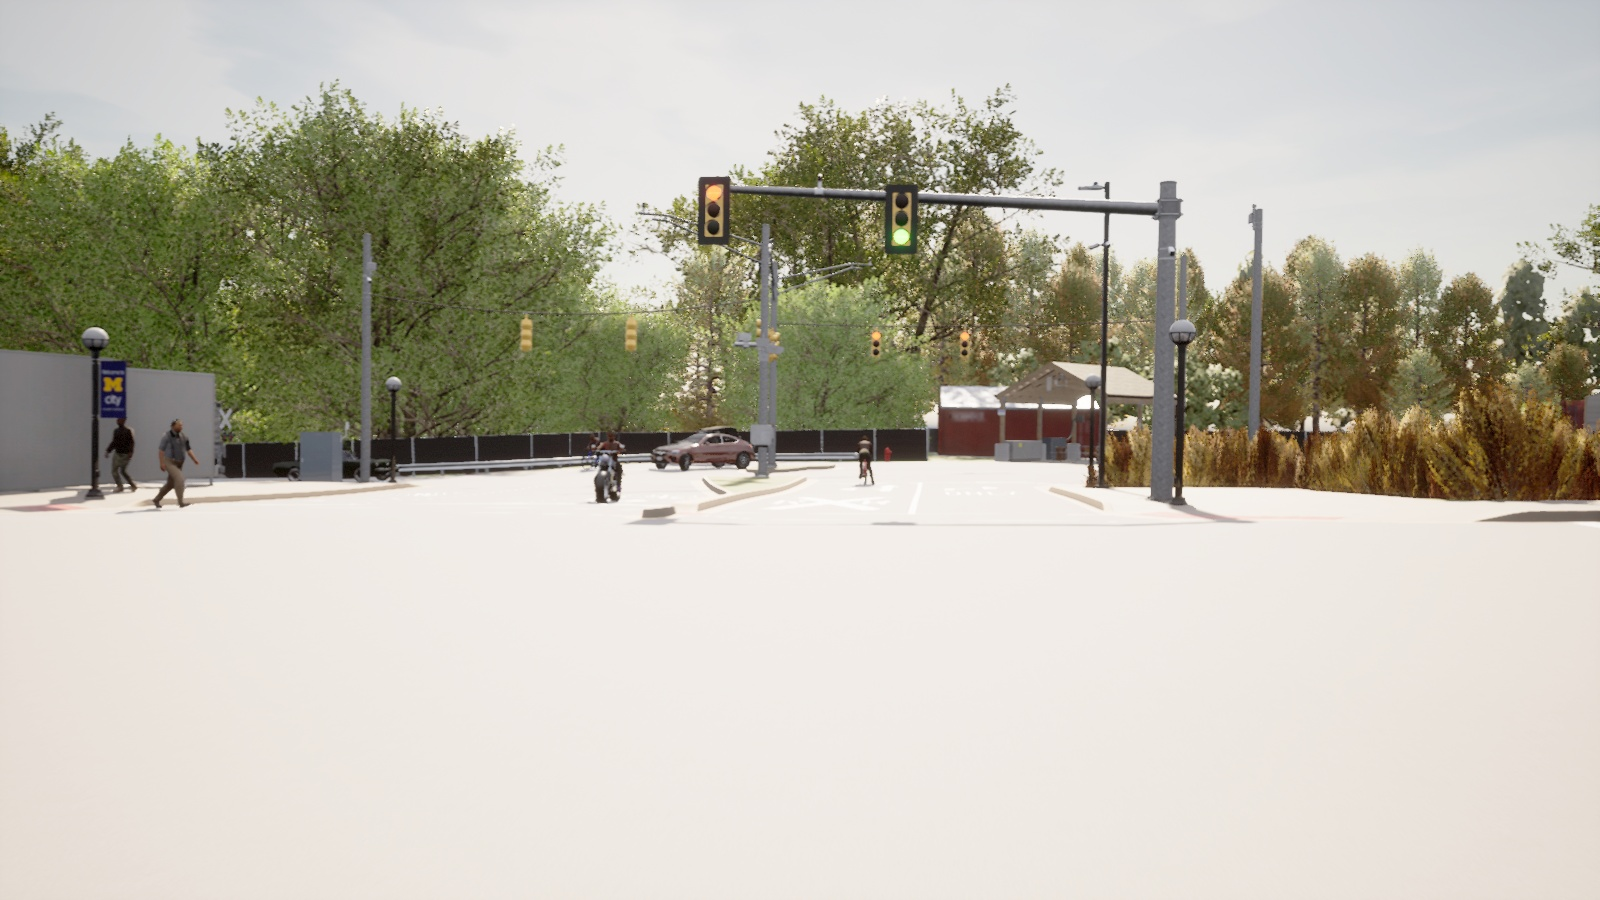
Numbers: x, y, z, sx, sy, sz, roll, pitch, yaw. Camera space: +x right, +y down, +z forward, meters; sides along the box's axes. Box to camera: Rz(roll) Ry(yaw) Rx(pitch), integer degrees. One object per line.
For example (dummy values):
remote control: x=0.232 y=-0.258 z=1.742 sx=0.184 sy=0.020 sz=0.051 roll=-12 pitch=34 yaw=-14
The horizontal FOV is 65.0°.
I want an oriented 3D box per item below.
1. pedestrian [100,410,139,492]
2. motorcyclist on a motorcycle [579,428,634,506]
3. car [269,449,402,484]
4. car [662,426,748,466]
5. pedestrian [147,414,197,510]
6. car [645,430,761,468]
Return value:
pedestrian: x=-15.387 y=0.018 z=28.395 sx=0.431 sy=1.840 sz=0.703 roll=1 pitch=1 yaw=10
motorcyclist on a motorcycle: x=-4.242 y=0.368 z=27.697 sx=0.766 sy=1.649 sz=2.350 roll=1 pitch=0 yaw=1
car: x=-18.825 y=0.661 z=50.947 sx=4.718 sy=1.301 sz=1.895 roll=-1 pitch=2 yaw=10
car: x=-4.726 y=-0.208 z=62.546 sx=3.866 sy=1.878 sz=1.905 roll=-1 pitch=2 yaw=-24
pedestrian: x=-12.314 y=0.224 z=24.629 sx=0.694 sy=1.848 sz=0.540 roll=1 pitch=1 yaw=20
car: x=-4.437 y=-0.078 z=57.698 sx=5.027 sy=1.651 sz=2.152 roll=-1 pitch=2 yaw=-42
